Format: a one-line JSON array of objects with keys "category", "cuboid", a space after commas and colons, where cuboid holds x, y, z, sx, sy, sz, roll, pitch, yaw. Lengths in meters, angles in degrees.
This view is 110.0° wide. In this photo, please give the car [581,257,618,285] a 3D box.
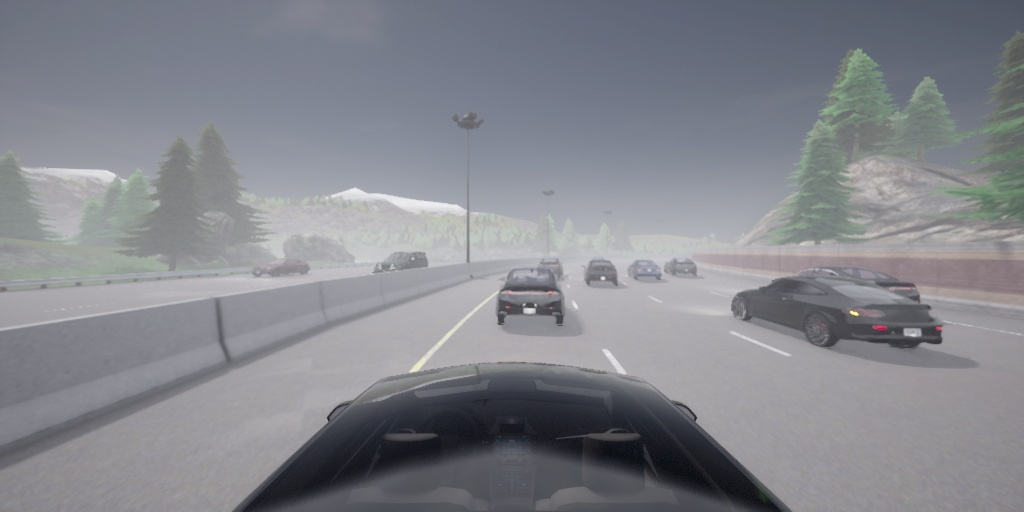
[{"category": "car", "cuboid": [5.541, 0.987, 22.754, 1.837, 1.490, 4.892, 0, 1, 9]}]

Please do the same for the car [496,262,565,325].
[{"category": "car", "cuboid": [0.623, 1.114, 11.304, 2.128, 1.511, 4.902, 0, 1, 4]}]

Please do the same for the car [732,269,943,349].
[{"category": "car", "cuboid": [7.442, 1.198, 8.842, 1.812, 1.442, 4.674, 0, 1, 3]}]

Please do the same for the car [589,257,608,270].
[{"category": "car", "cuboid": [10.191, 0.799, 42.037, 1.994, 1.385, 4.181, 0, 1, 17]}]

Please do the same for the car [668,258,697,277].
[{"category": "car", "cuboid": [14.197, 0.892, 30.397, 2.128, 1.511, 4.902, 0, 1, 13]}]

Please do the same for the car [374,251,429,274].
[{"category": "car", "cuboid": [-8.133, 0.666, 27.040, 2.150, 2.045, 5.566, 0, 1, 10]}]

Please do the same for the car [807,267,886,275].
[{"category": "car", "cuboid": [11.264, 1.122, 12.680, 2.128, 1.511, 4.902, 0, 1, 5]}]

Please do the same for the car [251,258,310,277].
[{"category": "car", "cuboid": [-18.463, 0.901, 28.929, 1.812, 1.442, 4.674, 0, 1, 10]}]

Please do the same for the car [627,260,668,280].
[{"category": "car", "cuboid": [9.767, 0.987, 26.675, 2.033, 1.411, 5.357, 0, 1, 11]}]

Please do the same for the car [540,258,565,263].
[{"category": "car", "cuboid": [3.177, 0.882, 29.124, 2.128, 1.511, 4.902, 0, 1, 12]}]
